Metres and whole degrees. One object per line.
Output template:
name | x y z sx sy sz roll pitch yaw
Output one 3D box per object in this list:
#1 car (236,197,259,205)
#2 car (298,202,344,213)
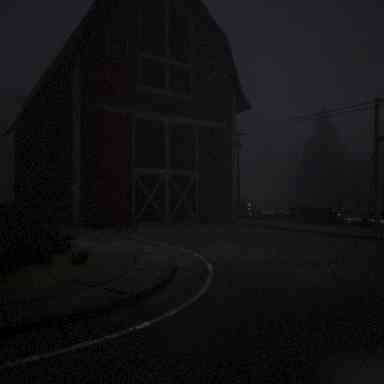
car | 5.764 1.378 38.355 2.097 1.767 4.553 0 0 -34
car | 11.328 1.627 30.246 1.895 1.301 4.718 0 0 -34
